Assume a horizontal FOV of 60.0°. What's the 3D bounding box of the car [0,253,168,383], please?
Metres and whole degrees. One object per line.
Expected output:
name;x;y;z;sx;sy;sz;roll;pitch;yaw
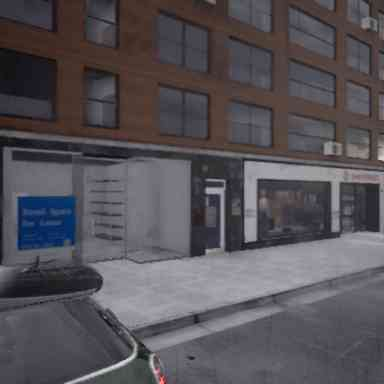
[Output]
car;-2.339;1.346;1.711;4.553;1.767;2.097;0;0;-35
